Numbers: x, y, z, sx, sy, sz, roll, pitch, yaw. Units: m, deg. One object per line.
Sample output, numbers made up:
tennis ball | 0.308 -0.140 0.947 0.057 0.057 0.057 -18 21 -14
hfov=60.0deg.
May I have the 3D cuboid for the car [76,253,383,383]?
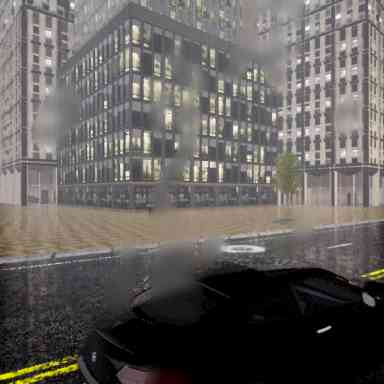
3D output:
car | 1.022 1.525 4.125 4.674 1.442 1.812 0 0 -35
